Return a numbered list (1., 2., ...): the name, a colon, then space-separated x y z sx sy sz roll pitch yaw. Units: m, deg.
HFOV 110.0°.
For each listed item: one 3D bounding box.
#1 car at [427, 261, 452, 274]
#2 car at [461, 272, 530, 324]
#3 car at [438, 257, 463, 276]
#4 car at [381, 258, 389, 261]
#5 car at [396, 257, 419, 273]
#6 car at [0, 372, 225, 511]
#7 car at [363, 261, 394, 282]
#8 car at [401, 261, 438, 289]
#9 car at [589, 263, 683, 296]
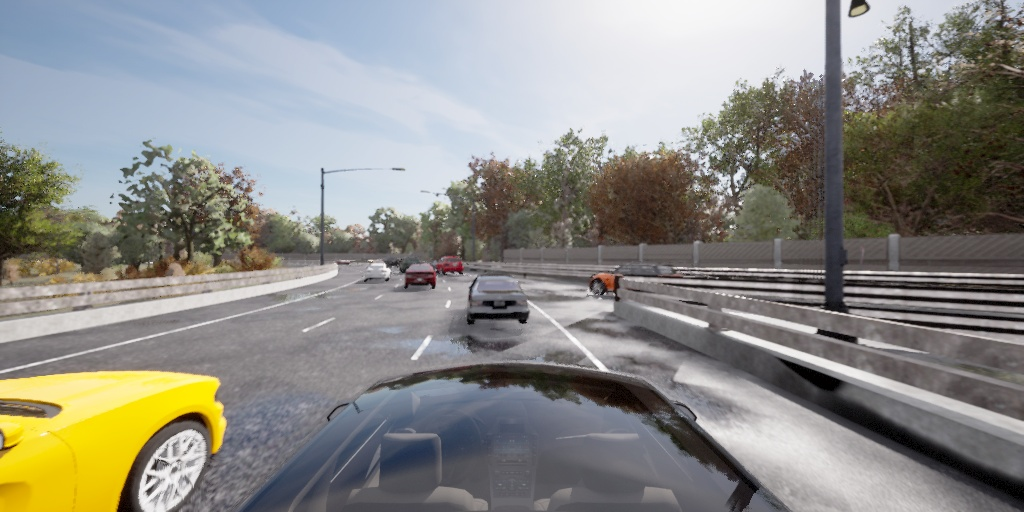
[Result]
1. car: -9.249 1.381 45.287 2.128 1.511 4.902 0 0 -23
2. car: -0.592 1.329 12.110 2.033 1.411 5.357 0 0 -6
3. car: -7.089 1.098 40.319 2.150 2.045 5.566 0 0 -23
4. car: -17.653 1.379 46.958 1.882 1.535 5.008 0 0 -25
5. car: -12.742 1.112 44.686 2.150 2.045 5.566 0 0 -23
6. car: -3.514 1.229 1.147 1.882 1.535 5.008 0 0 0
7. car: -11.264 1.371 30.224 1.812 1.442 4.674 0 0 -16
8. car: -6.109 1.301 24.160 1.882 1.535 5.008 0 0 -12
9. car: 5.946 1.127 17.469 2.097 1.767 4.553 0 0 -35
